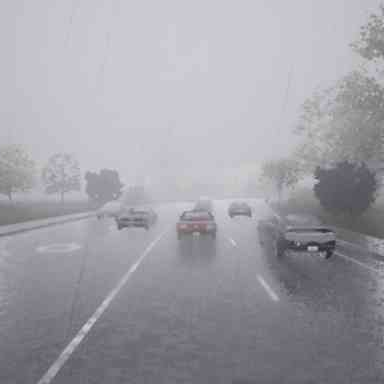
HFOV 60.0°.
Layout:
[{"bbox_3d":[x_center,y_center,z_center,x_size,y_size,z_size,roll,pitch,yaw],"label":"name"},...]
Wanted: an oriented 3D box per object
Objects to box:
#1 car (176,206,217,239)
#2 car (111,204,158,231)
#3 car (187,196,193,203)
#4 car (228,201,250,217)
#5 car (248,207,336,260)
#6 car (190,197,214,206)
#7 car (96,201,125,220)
[{"bbox_3d":[0.268,1.600,17.314,1.895,1.301,4.718,0,0,1],"label":"car"},{"bbox_3d":[-3.325,1.600,20.829,1.895,1.301,4.718,0,0,2],"label":"car"},{"bbox_3d":[0.466,1.544,68.677,1.994,1.385,4.181,0,0,16],"label":"car"},{"bbox_3d":[4.423,1.565,30.976,1.994,1.385,4.181,0,0,4],"label":"car"},{"bbox_3d":[3.680,1.491,12.470,2.128,1.511,4.902,0,0,1],"label":"car"},{"bbox_3d":[1.284,1.548,35.657,2.033,1.411,5.357,0,0,5],"label":"car"},{"bbox_3d":[-6.490,1.523,27.848,1.812,1.442,4.674,0,0,4],"label":"car"}]
